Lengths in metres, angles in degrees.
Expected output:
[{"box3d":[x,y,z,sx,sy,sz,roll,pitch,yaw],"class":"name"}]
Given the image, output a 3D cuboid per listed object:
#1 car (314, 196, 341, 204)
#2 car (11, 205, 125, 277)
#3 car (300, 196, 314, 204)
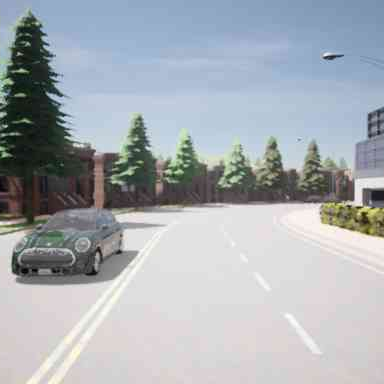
[{"box3d":[24.769,1.460,60.021,4.181,1.385,1.994,0,0,-24],"class":"car"},{"box3d":[-3.526,1.336,10.294,2.097,1.767,4.553,0,0,1],"class":"car"},{"box3d":[23.105,1.453,63.189,5.357,1.411,2.033,0,0,-24],"class":"car"}]
